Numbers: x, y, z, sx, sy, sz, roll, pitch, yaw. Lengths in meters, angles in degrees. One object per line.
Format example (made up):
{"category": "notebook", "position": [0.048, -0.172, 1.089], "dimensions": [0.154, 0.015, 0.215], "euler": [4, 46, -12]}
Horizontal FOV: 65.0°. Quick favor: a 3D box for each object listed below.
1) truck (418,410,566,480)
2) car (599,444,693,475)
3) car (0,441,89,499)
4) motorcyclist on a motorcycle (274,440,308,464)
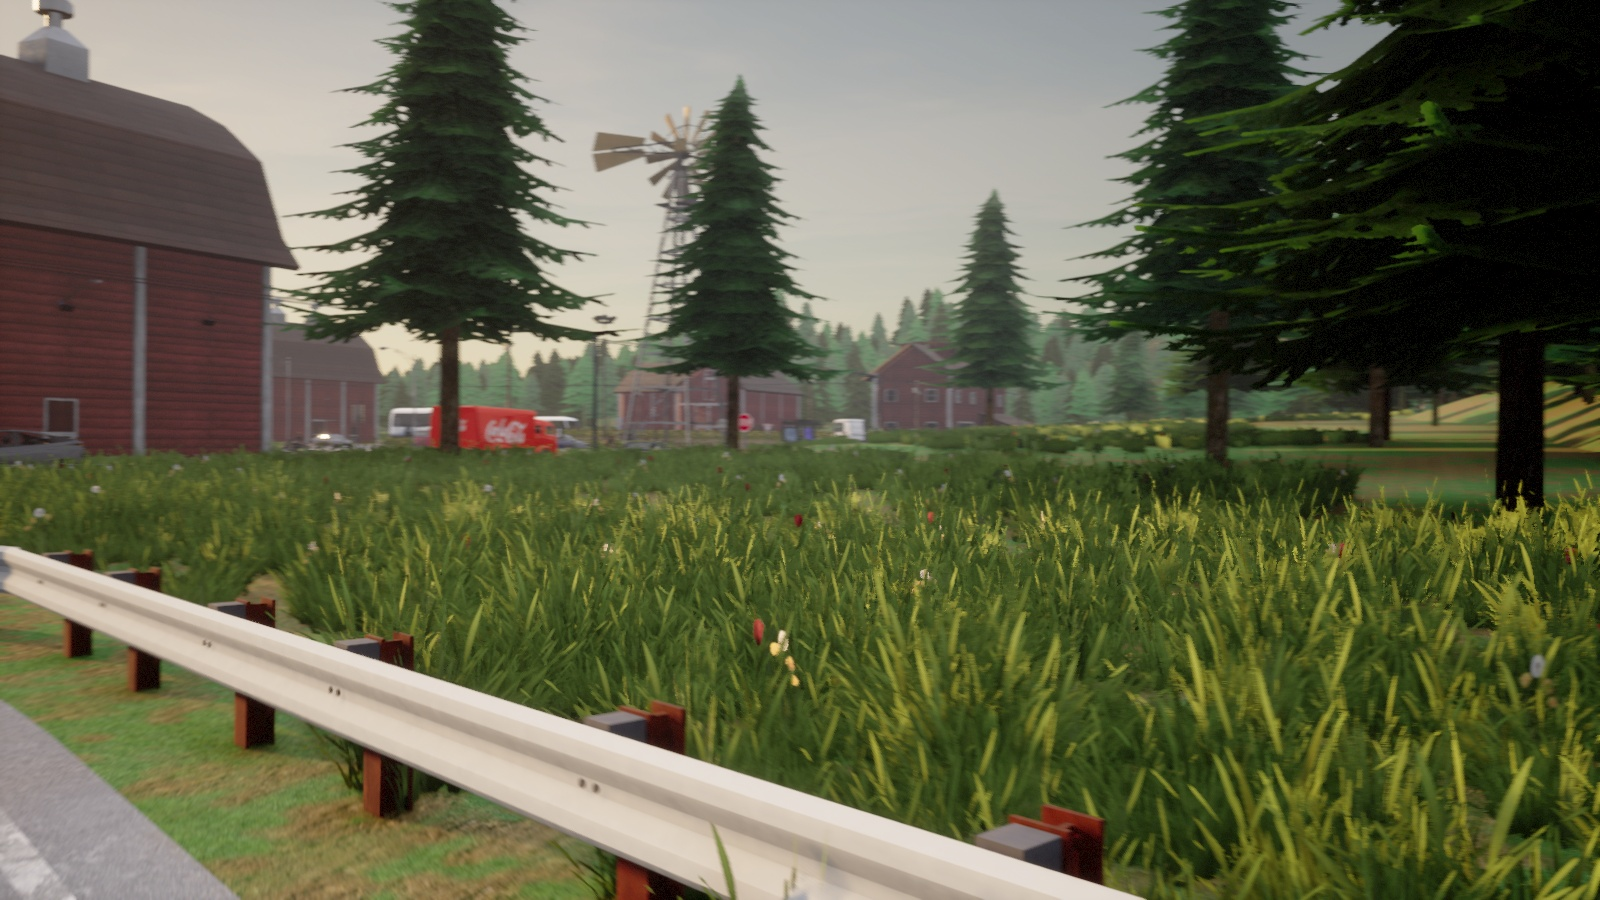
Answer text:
{"category": "truck", "position": [-11.505, -0.115, 47.287], "dimensions": [2.627, 2.467, 5.204], "euler": [0, -2, 26]}
{"category": "car", "position": [-6.889, 0.390, 56.593], "dimensions": [1.895, 1.301, 4.718], "euler": [0, 1, 26]}
{"category": "car", "position": [-22.020, 0.534, 33.955], "dimensions": [2.007, 1.525, 4.514], "euler": [0, 1, 26]}
{"category": "motorcyclist on a motorcycle", "position": [-34.536, 0.150, 85.174], "dimensions": [2.350, 1.649, 0.766], "euler": [0, 0, 25]}
